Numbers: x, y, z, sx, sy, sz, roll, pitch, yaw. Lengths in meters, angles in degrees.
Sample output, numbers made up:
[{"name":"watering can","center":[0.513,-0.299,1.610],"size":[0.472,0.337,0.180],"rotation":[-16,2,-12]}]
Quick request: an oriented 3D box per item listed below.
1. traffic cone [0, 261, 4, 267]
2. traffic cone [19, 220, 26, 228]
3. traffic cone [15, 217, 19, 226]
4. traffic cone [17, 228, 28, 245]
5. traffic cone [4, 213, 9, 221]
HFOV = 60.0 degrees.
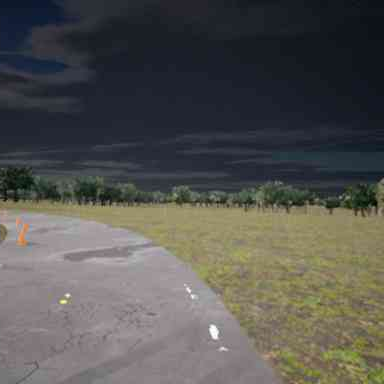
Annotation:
[{"name":"traffic cone","center":[-5.950,1.980,10.132],"size":[0.340,0.580,0.340],"rotation":[1,-1,-16]},{"name":"traffic cone","center":[-9.492,2.011,18.879],"size":[0.340,0.580,0.340],"rotation":[1,-1,-28]},{"name":"traffic cone","center":[-11.962,2.013,22.907],"size":[0.340,0.580,0.340],"rotation":[1,-1,-35]},{"name":"traffic cone","center":[-7.480,2.000,14.603],"size":[0.340,0.580,0.340],"rotation":[1,-1,-22]},{"name":"traffic cone","center":[-14.858,2.003,26.641],"size":[0.340,0.580,0.340],"rotation":[2,-1,-41]}]
